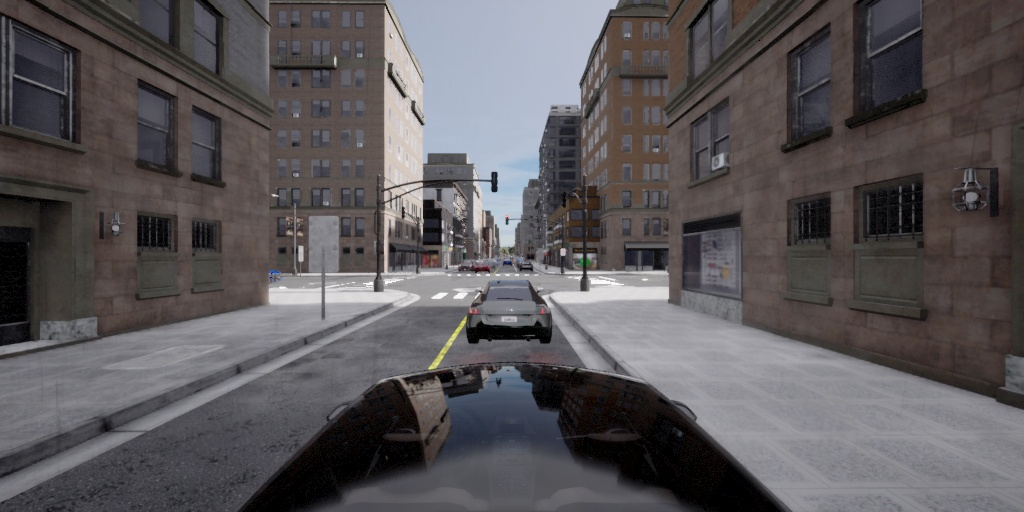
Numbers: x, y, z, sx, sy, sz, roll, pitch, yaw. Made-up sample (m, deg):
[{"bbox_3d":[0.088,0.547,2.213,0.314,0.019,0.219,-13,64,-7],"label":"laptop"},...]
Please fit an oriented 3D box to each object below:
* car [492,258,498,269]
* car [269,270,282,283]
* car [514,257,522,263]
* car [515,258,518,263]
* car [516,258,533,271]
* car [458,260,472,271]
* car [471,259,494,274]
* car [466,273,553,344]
[{"bbox_3d":[-3.643,1.375,57.107,1.994,1.385,4.181,0,0,0],"label":"car"},{"bbox_3d":[-19.568,1.299,26.196,5.008,1.535,1.882,0,0,-1],"label":"car"},{"bbox_3d":[1.764,1.395,65.240,1.948,1.339,4.313,0,0,0],"label":"car"},{"bbox_3d":[1.809,1.399,59.730,1.802,1.307,4.207,0,0,0],"label":"car"},{"bbox_3d":[1.899,1.362,48.708,1.948,1.339,4.313,0,0,0],"label":"car"},{"bbox_3d":[-6.125,1.236,48.643,1.967,1.591,4.097,0,0,0],"label":"car"},{"bbox_3d":[-3.412,1.386,42.064,1.895,1.301,4.718,0,0,-3],"label":"car"},{"bbox_3d":[-0.071,1.315,9.636,1.994,1.385,4.181,0,0,0],"label":"car"}]
